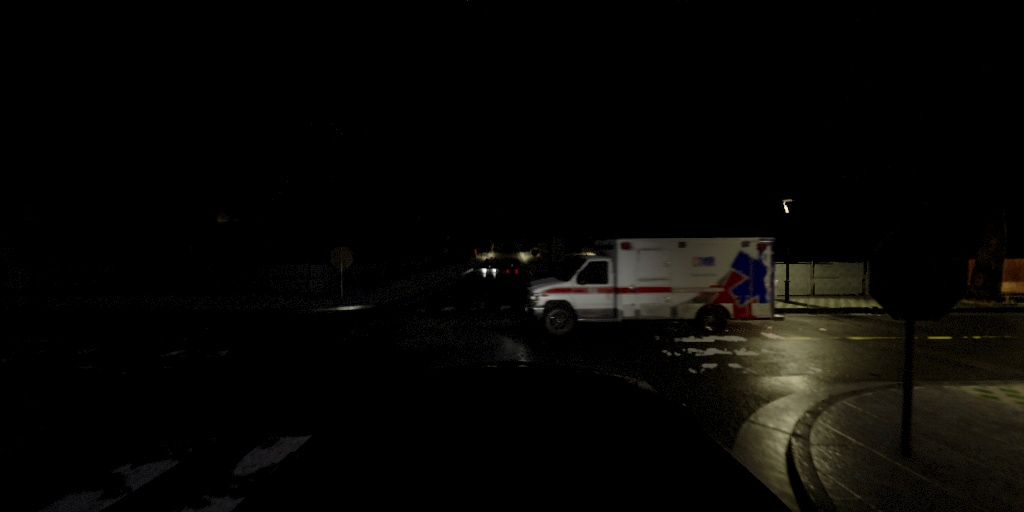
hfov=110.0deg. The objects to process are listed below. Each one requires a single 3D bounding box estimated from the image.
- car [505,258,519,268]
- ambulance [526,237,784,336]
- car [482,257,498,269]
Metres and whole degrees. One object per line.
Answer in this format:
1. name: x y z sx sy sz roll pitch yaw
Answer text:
1. car: 0.014 0.916 47.551 1.895 1.301 4.718 0 1 0
2. ambulance: 3.586 0.750 9.936 6.366 2.431 2.351 -1 1 0
3. car: -2.744 0.882 46.543 2.033 1.411 5.357 0 1 0
